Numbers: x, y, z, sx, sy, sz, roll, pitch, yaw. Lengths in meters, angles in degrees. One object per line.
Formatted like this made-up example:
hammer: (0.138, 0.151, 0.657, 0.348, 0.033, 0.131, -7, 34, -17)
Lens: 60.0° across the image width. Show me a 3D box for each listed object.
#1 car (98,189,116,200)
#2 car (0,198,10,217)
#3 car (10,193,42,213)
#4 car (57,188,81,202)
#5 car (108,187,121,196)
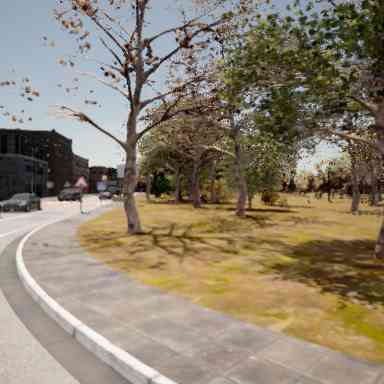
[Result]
car: (-14.924, 0.651, 57.612, 1.895, 1.301, 4.718, 0, 1, -5)
car: (-15.164, 1.239, 23.335, 2.128, 1.511, 4.902, 0, 1, -5)
car: (-15.894, 0.941, 31.272, 2.097, 1.767, 4.553, 0, 1, -5)
car: (-17.338, 0.469, 47.396, 2.150, 2.045, 5.566, 0, 1, -5)
car: (-15.806, -0.082, 67.568, 2.150, 2.045, 5.566, 0, 1, -5)
